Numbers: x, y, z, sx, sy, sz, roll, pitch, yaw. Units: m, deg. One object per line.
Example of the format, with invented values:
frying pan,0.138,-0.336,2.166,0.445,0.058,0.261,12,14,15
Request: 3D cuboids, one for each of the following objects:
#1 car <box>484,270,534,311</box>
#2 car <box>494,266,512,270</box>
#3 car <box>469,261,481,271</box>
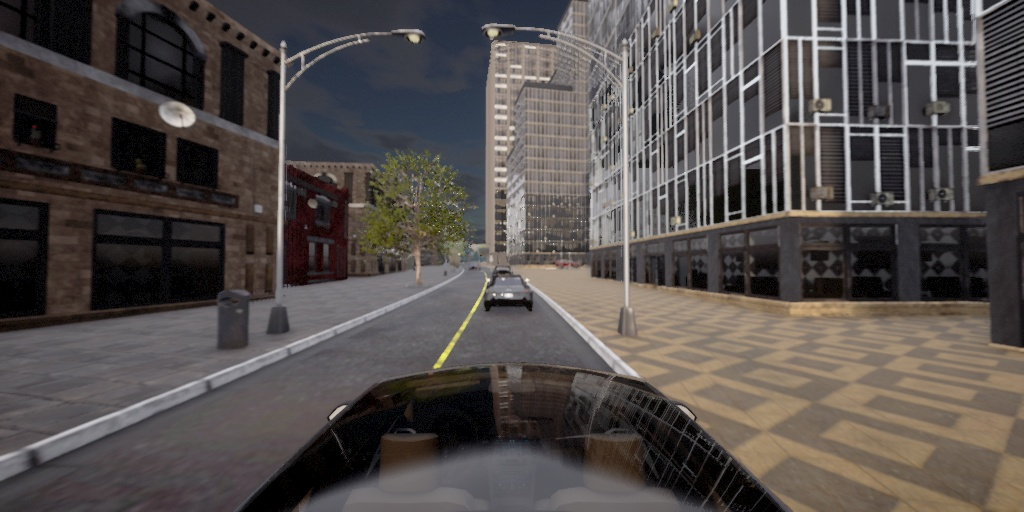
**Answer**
car,-0.163,1.457,15.407,1.994,1.385,4.181,0,-1,-1
car,-0.798,1.555,30.432,1.837,1.490,4.892,0,0,-3
car,-6.688,1.736,64.195,2.097,1.767,4.553,0,0,-7
